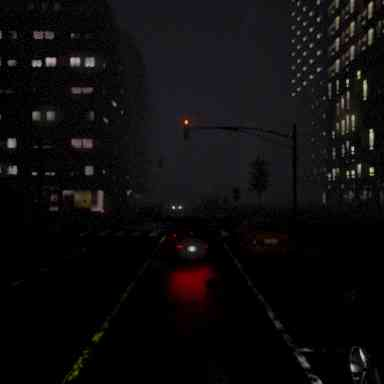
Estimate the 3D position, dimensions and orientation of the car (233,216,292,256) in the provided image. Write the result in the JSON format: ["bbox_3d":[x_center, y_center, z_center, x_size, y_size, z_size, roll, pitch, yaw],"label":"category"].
[{"bbox_3d":[2.685,1.661,13.587,1.752,1.417,4.829,0,-1,0],"label":"car"}]

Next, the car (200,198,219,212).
[{"bbox_3d":[2.680,1.786,45.831,2.192,1.841,5.009,0,-1,0],"label":"car"}]

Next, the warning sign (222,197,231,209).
[{"bbox_3d":[5.066,1.622,49.089,1.300,1.860,1.060,0,0,0],"label":"warning sign"}]

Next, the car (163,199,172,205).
[{"bbox_3d":[-5.703,2.431,78.985,1.802,1.307,4.206,0,-1,0],"label":"car"}]

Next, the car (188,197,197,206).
[{"bbox_3d":[-0.009,2.323,74.602,2.128,1.511,4.902,0,-1,0],"label":"car"}]

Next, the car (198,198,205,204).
[{"bbox_3d":[2.675,2.573,95.735,1.752,1.417,4.829,0,-1,0],"label":"car"}]

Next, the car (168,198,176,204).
[{"bbox_3d":[-5.705,2.587,95.397,1.752,1.417,4.829,0,-1,0],"label":"car"}]

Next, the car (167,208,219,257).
[{"bbox_3d":[0.023,1.642,13.501,1.837,1.490,4.892,0,0,1],"label":"car"}]

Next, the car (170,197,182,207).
[{"bbox_3d":[-3.016,2.269,67.200,1.994,1.385,4.181,0,-1,0],"label":"car"}]

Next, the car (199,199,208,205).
[{"bbox_3d":[2.677,2.393,78.986,1.887,1.381,4.507,0,-1,0],"label":"car"}]

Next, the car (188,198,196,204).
[{"bbox_3d":[-0.010,2.358,85.020,2.128,1.511,4.902,0,-1,0],"label":"car"}]

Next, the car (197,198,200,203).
[{"bbox_3d":[2.677,2.035,67.935,2.192,1.841,5.009,0,-1,0],"label":"car"}]

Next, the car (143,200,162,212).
[{"bbox_3d":[-5.699,2.022,45.827,2.008,1.369,4.403,0,-1,0],"label":"car"}]

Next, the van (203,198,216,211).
[{"bbox_3d":[2.679,1.873,51.356,1.690,1.788,3.998,0,-1,0],"label":"van"}]

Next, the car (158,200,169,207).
[{"bbox_3d":[-5.702,2.264,67.931,1.887,1.381,4.507,0,-1,0],"label":"car"}]

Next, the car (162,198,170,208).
[{"bbox_3d":[-5.701,2.207,62.406,2.008,1.369,4.403,0,-1,0],"label":"car"}]

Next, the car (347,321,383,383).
[{"bbox_3d":[2.686,1.588,2.152,1.947,1.339,4.313,0,-1,0],"label":"car"}]
